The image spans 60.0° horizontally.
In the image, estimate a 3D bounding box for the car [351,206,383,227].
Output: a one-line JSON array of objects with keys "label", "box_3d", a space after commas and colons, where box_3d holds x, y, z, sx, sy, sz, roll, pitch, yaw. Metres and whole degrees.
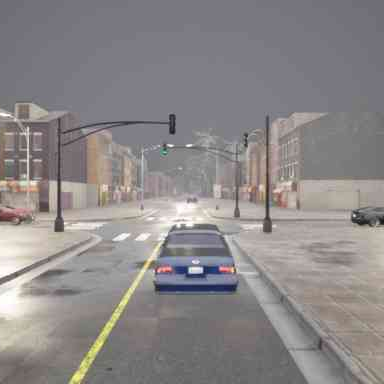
[{"label": "car", "box_3d": [12.325, 1.522, 20.981, 4.313, 1.339, 1.947, 0, 0, 0]}]

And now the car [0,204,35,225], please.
[{"label": "car", "box_3d": [-13.575, 1.572, 23.512, 4.674, 1.442, 1.812, 0, 0, 0]}]

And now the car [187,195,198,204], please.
[{"label": "car", "box_3d": [0.019, 1.409, 66.122, 2.097, 1.767, 4.553, 0, 0, 0]}]

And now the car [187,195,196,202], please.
[{"label": "car", "box_3d": [-0.093, 1.550, 75.782, 1.882, 1.535, 5.008, 0, 0, 0]}]

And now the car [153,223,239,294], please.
[{"label": "car", "box_3d": [0.069, 1.549, 8.910, 2.033, 1.411, 5.357, 0, 0, 0]}]
